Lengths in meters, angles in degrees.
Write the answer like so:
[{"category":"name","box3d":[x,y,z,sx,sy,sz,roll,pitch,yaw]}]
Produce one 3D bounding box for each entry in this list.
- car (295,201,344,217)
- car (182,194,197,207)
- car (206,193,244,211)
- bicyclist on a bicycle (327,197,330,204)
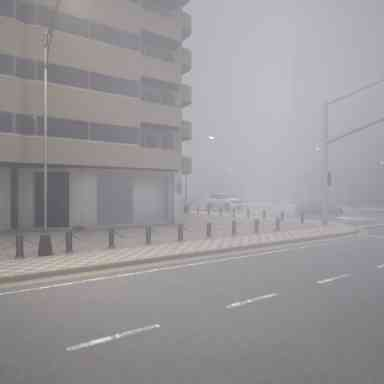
[{"category":"car","box3d":[11.628,1.507,30.570,1.994,1.385,4.181,0,0,-36]},{"category":"car","box3d":[-1.899,1.436,49.785,2.128,1.511,4.902,0,0,-35]},{"category":"car","box3d":[3.982,1.167,41.314,2.150,2.045,5.566,0,0,-35]},{"category":"bicyclist on a bicycle","box3d":[17.369,1.245,43.071,1.656,1.620,0.582,0,0,-35]}]
